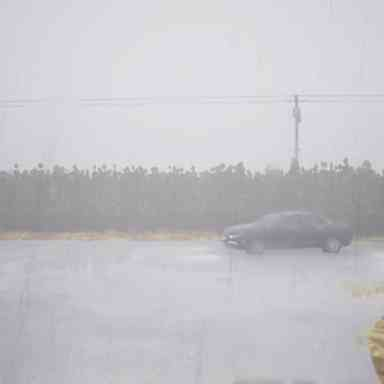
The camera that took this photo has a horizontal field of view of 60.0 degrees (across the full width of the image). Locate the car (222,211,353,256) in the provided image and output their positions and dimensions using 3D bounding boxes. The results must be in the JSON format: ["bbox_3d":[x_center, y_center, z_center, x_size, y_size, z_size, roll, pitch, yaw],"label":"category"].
[{"bbox_3d":[3.571,1.502,12.712,4.892,1.490,1.837,0,0,-8],"label":"car"}]
